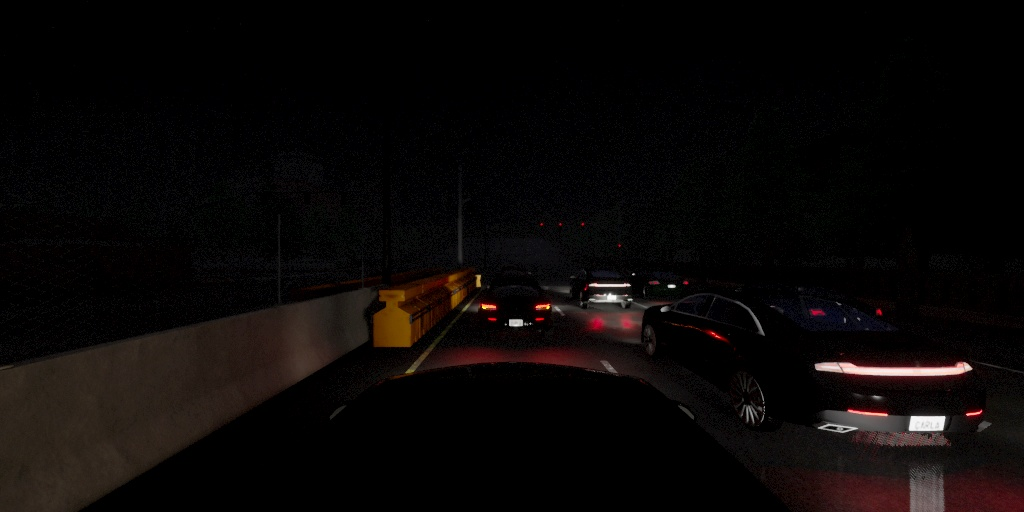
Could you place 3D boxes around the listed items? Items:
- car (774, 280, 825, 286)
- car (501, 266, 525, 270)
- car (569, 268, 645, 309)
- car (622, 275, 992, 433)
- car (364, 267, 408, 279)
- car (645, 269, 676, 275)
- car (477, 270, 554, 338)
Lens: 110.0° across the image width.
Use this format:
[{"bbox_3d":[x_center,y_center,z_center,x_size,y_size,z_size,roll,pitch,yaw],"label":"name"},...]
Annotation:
[{"bbox_3d":[7.086,1.314,9.490,1.994,1.385,4.181,0,0,0],"label":"car"},{"bbox_3d":[0.061,1.276,19.102,1.812,1.442,4.674,0,0,0],"label":"car"},{"bbox_3d":[3.560,1.242,14.972,2.128,1.511,4.902,0,0,2],"label":"car"},{"bbox_3d":[3.596,1.242,5.543,2.128,1.511,4.902,0,0,0],"label":"car"},{"bbox_3d":[-7.064,1.314,20.689,1.994,1.385,4.181,0,0,0],"label":"car"},{"bbox_3d":[7.065,1.314,17.879,1.994,1.385,4.181,0,0,0],"label":"car"},{"bbox_3d":[0.078,1.276,10.037,1.812,1.442,4.674,0,0,0],"label":"car"}]
